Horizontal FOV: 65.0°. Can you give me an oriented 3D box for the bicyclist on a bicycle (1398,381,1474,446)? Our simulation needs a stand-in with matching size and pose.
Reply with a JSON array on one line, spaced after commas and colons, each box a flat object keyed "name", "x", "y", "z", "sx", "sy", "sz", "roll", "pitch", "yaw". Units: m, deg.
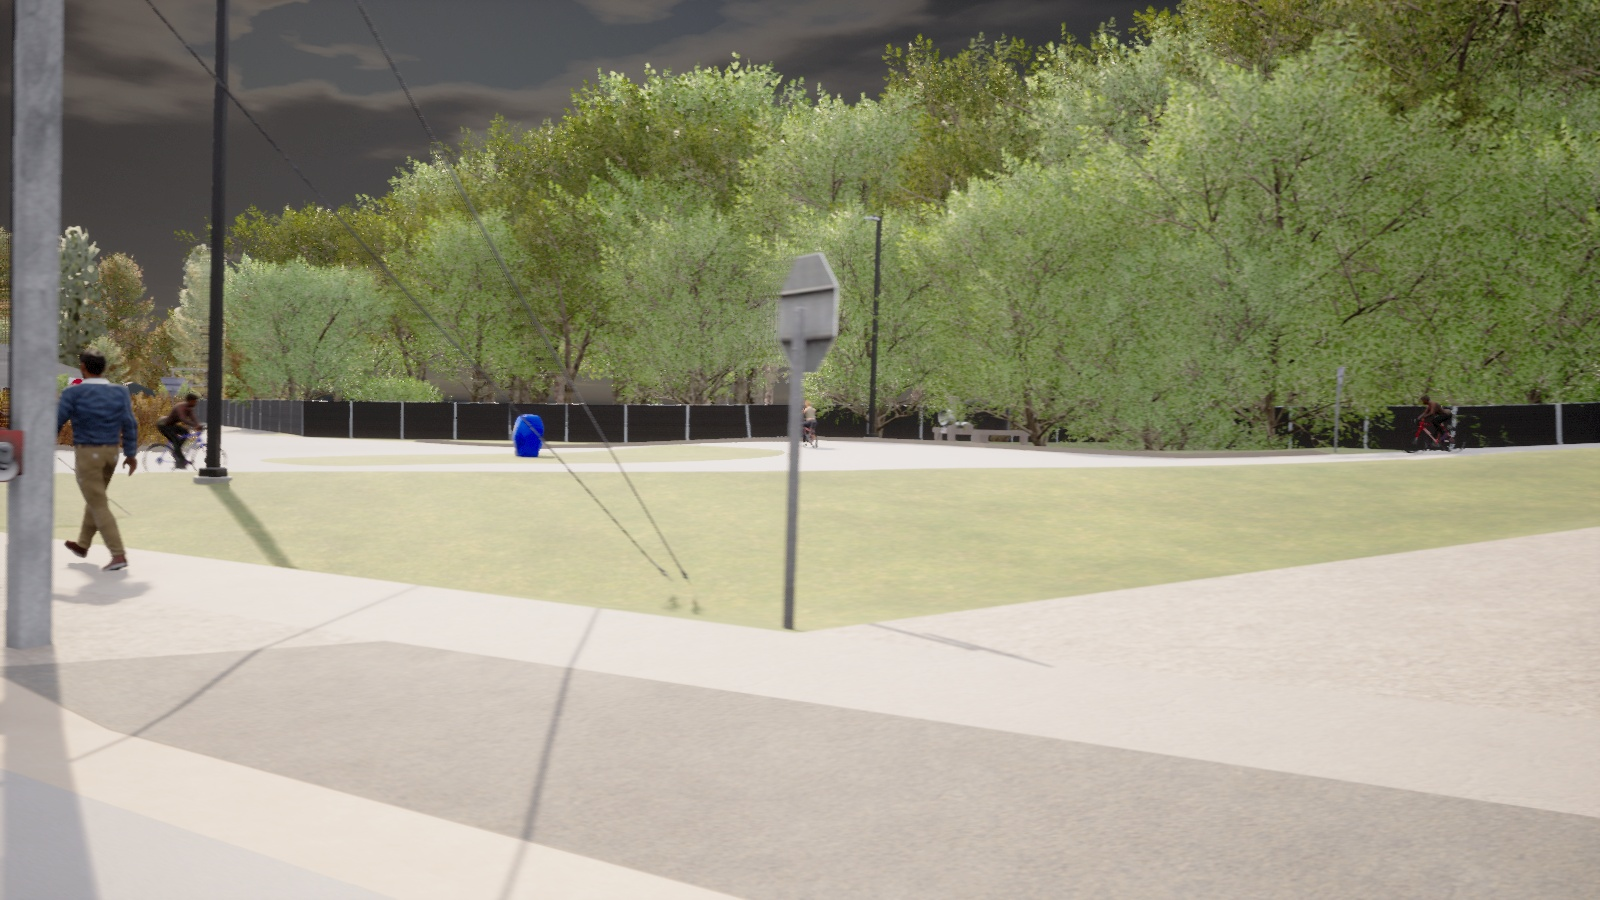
[{"name": "bicyclist on a bicycle", "x": 17.376, "y": -0.993, "z": 34.338, "sx": 1.656, "sy": 1.620, "sz": 0.582, "roll": -4, "pitch": 1, "yaw": 10}]

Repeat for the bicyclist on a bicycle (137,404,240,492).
[{"name": "bicyclist on a bicycle", "x": -11.659, "y": -0.039, "z": 23.955, "sx": 1.656, "sy": 1.620, "sz": 0.582, "roll": -1, "pitch": 1, "yaw": 3}]

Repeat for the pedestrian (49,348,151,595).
[{"name": "pedestrian", "x": -5.738, "y": 0.154, "z": 10.284, "sx": 0.788, "sy": 1.949, "sz": 0.423, "roll": 2, "pitch": 2, "yaw": 35}]

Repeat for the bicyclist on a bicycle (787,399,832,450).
[{"name": "bicyclist on a bicycle", "x": 0.302, "y": -0.868, "z": 42.120, "sx": 0.866, "sy": 1.612, "sz": 1.509, "roll": -4, "pitch": 3, "yaw": -24}]
